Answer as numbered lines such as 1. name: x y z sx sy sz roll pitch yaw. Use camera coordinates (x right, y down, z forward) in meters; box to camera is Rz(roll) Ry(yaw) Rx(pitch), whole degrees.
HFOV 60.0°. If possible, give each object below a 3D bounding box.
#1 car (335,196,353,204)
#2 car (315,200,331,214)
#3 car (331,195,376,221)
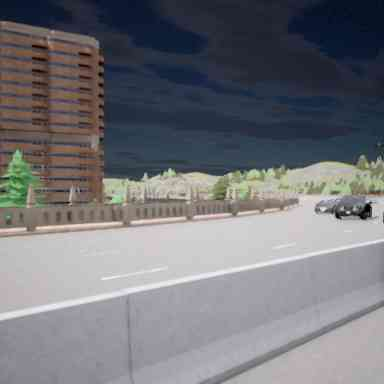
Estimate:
1. car: 30.027 1.626 65.758 2.033 1.411 5.357 0 0 12
2. car: 14.284 1.554 35.087 2.128 1.511 4.902 0 0 32
3. car: 13.745 1.267 28.075 2.150 2.045 5.566 0 -1 36
